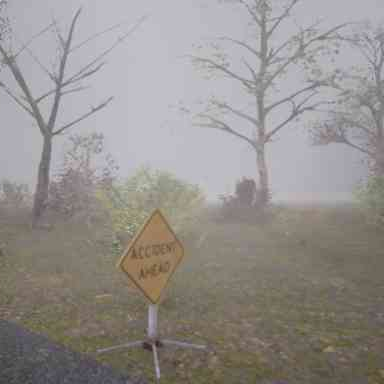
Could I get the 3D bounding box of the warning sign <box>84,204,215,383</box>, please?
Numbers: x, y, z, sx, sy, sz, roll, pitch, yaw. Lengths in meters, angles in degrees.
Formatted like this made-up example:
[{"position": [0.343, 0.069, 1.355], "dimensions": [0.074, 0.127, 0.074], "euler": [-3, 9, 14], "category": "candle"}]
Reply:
[{"position": [-0.503, 1.121, 4.295], "dimensions": [1.060, 1.860, 1.300], "euler": [1, 0, 35], "category": "warning sign"}]
